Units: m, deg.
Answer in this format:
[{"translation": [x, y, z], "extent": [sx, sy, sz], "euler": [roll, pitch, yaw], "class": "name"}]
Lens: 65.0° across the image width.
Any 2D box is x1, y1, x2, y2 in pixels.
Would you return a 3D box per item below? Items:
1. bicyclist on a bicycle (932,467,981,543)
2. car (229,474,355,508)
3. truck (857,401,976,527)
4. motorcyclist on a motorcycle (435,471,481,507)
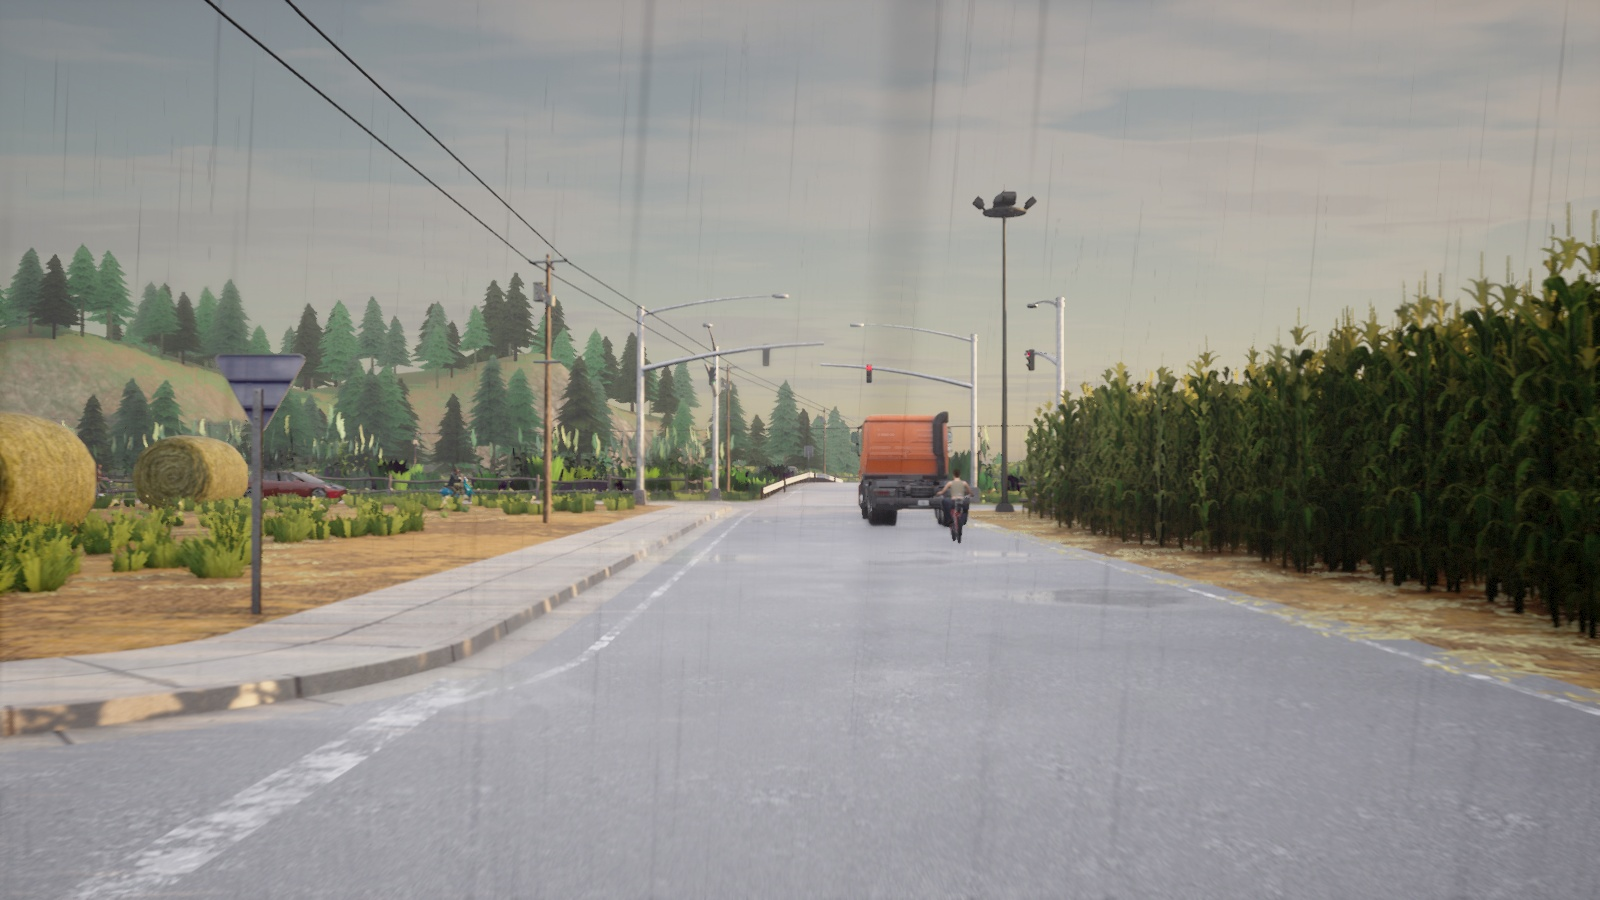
[{"translation": [3.411, 1.188, 27.519], "extent": [0.866, 1.612, 1.509], "euler": [0, -1, 0], "class": "bicyclist on a bicycle"}, {"translation": [-22.945, 1.856, 56.852], "extent": [4.792, 1.488, 2.163], "euler": [0, -1, 3], "class": "car"}, {"translation": [3.387, 0.451, 38.550], "extent": [2.891, 3.462, 7.936], "euler": [0, -1, 0], "class": "truck"}, {"translation": [-15.389, 1.757, 56.488], "extent": [1.817, 1.590, 0.866], "euler": [0, -1, 3], "class": "motorcyclist on a motorcycle"}]
